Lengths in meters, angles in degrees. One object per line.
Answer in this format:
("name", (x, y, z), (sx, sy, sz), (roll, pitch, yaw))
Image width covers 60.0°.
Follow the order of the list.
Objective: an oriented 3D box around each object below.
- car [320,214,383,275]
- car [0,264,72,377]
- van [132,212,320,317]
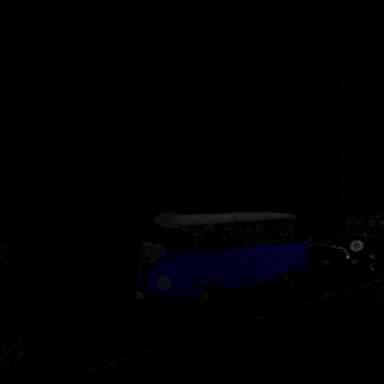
("car", (5.360, 1.456, 10.476), (4.097, 1.590, 1.967), (0, 0, -36))
("car", (-3.817, 1.543, 3.928), (4.507, 1.381, 1.887), (0, 0, -36))
("van", (0.771, 1.348, 7.203), (3.998, 1.788, 1.690), (0, 0, -36))
